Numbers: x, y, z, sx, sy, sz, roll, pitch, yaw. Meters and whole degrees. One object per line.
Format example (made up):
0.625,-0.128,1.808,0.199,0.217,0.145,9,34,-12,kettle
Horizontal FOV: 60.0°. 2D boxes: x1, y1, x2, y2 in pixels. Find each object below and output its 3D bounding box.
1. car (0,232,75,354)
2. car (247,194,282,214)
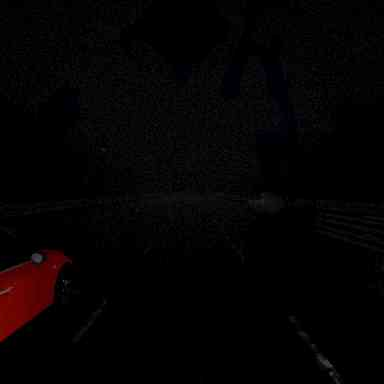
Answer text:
-3.402,1.341,4.854,2.097,1.767,4.553,0,0,0,car
7.664,1.185,35.806,2.150,2.045,5.566,0,0,-9,car
